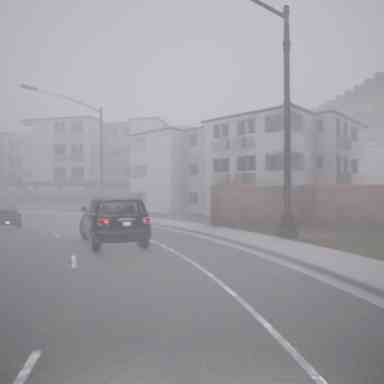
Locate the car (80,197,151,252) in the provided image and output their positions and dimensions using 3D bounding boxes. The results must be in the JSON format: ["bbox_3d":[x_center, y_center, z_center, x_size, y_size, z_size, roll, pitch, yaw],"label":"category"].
[{"bbox_3d":[-3.412,1.210,14.253,2.150,2.045,5.566,0,0,-24],"label":"car"}]

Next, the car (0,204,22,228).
[{"bbox_3d":[-12.362,1.538,21.207,1.837,1.490,4.892,0,0,-42],"label":"car"}]
